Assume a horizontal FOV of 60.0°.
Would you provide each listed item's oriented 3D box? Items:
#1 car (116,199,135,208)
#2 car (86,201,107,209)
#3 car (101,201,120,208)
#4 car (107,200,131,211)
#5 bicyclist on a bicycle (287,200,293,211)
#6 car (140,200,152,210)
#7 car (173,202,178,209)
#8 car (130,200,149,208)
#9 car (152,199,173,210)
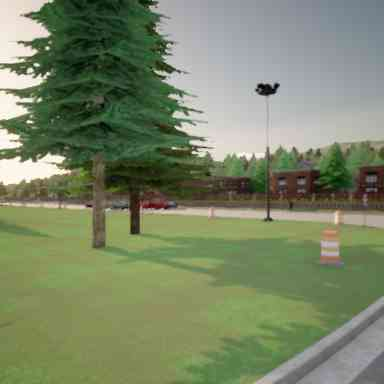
[{"bbox_3d":[-14.261,2.440,71.043,2.097,1.767,4.553,1,-1,-42],"label":"car"},{"bbox_3d":[-19.455,2.502,66.349,2.097,1.767,4.553,1,-1,-42],"label":"car"},{"bbox_3d":[-16.877,2.613,68.716,1.994,1.385,4.181,1,-1,-42],"label":"car"},{"bbox_3d":[-12.451,2.541,58.670,1.837,1.490,4.892,1,-2,-42],"label":"car"},{"bbox_3d":[14.817,2.049,50.143,1.656,1.620,0.582,0,-1,-42],"label":"bicyclist on a bicycle"},{"bbox_3d":[-9.977,2.418,61.160,2.097,1.767,4.553,1,-1,-42],"label":"car"},{"bbox_3d":[-4.637,2.636,65.682,1.812,1.442,4.674,1,-1,-41],"label":"car"},{"bbox_3d":[-11.683,2.609,73.409,1.837,1.490,4.892,1,-1,-42],"label":"car"},{"bbox_3d":[-6.683,2.297,62.716,2.150,2.045,5.566,1,-1,-41],"label":"car"}]
